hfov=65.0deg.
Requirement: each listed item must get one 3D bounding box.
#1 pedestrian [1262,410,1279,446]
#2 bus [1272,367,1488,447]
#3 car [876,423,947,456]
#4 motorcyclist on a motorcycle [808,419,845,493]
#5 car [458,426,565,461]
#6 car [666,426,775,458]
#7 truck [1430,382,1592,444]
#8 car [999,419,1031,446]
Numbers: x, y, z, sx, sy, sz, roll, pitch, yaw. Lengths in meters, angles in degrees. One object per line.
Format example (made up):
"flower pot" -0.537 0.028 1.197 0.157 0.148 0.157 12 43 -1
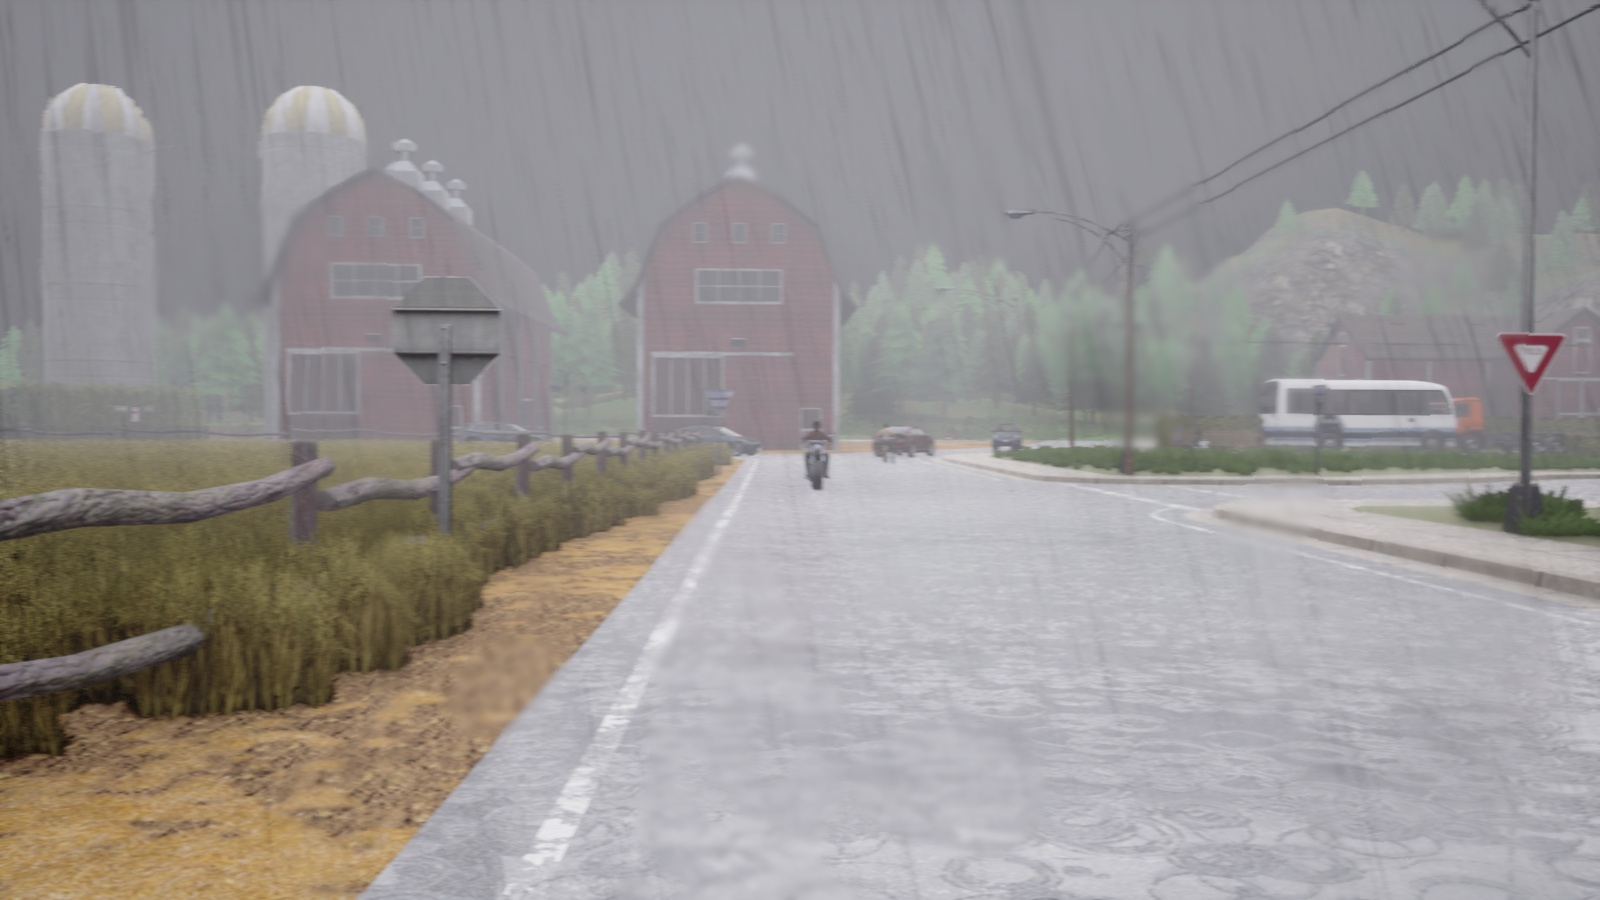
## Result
"pedestrian" 24.243 -1.133 64.731 0.694 1.848 0.540 -1 1 8
"bus" 32.332 -2.370 70.389 10.273 4.253 3.944 -1 1 2
"car" 5.492 -0.545 61.303 1.882 1.535 5.008 0 1 24
"motorcyclist on a motorcycle" 0.610 0.111 29.629 0.766 1.649 2.350 -1 1 -1
"car" -14.169 -0.344 61.938 4.856 1.649 2.033 -1 1 -4
"car" -3.830 -0.378 60.810 4.792 1.488 2.163 0 1 20
"truck" 41.871 -2.161 74.077 7.936 3.462 2.891 -1 1 -1
"car" 13.441 -1.114 78.491 1.851 1.617 3.988 -1 1 11
